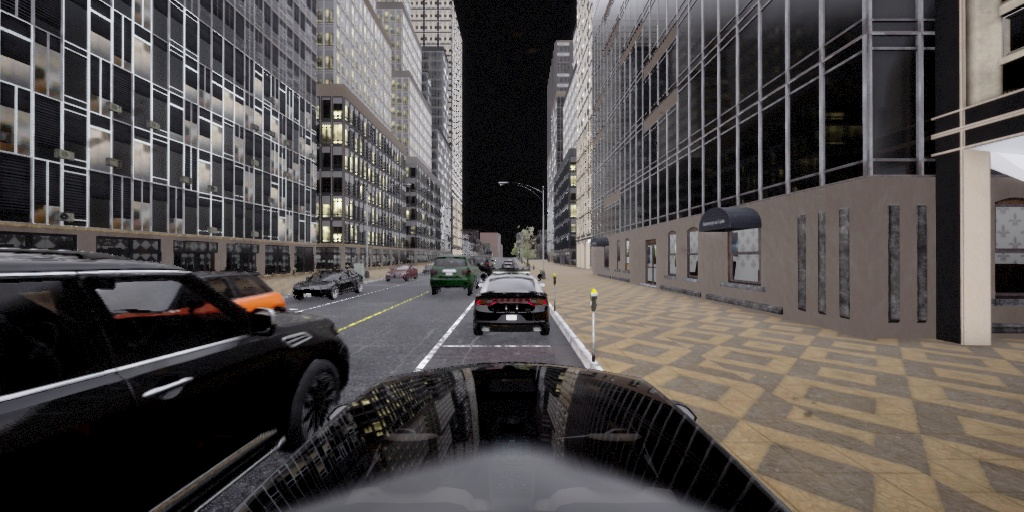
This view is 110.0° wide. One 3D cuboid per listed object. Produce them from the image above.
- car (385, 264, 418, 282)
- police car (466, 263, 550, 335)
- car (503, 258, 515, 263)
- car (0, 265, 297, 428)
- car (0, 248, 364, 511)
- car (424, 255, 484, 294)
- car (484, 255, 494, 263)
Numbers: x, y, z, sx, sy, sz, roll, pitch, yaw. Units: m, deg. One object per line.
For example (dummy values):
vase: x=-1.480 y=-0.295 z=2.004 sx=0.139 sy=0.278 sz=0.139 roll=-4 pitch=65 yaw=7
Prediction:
car: x=-8.835 y=1.325 z=29.033 sx=1.802 sy=1.307 sz=4.207 roll=0 pitch=0 yaw=0
police car: x=-0.012 y=1.174 z=10.609 sx=1.930 sy=1.638 sz=5.238 roll=0 pitch=0 yaw=0
car: x=-0.455 y=1.298 z=46.099 sx=1.948 sy=1.339 sz=4.313 roll=0 pitch=0 yaw=0
car: x=-6.244 y=1.102 z=6.404 sx=2.097 sy=1.767 sz=4.553 roll=0 pitch=0 yaw=0
car: x=-3.049 y=0.971 z=1.991 sx=2.150 sy=2.045 sz=5.566 roll=0 pitch=0 yaw=0
car: x=-3.036 y=0.968 z=20.131 sx=2.150 sy=2.045 sz=5.566 roll=0 pitch=0 yaw=0
car: x=-3.145 y=0.959 z=37.642 sx=2.150 sy=2.045 sz=5.566 roll=0 pitch=0 yaw=0
